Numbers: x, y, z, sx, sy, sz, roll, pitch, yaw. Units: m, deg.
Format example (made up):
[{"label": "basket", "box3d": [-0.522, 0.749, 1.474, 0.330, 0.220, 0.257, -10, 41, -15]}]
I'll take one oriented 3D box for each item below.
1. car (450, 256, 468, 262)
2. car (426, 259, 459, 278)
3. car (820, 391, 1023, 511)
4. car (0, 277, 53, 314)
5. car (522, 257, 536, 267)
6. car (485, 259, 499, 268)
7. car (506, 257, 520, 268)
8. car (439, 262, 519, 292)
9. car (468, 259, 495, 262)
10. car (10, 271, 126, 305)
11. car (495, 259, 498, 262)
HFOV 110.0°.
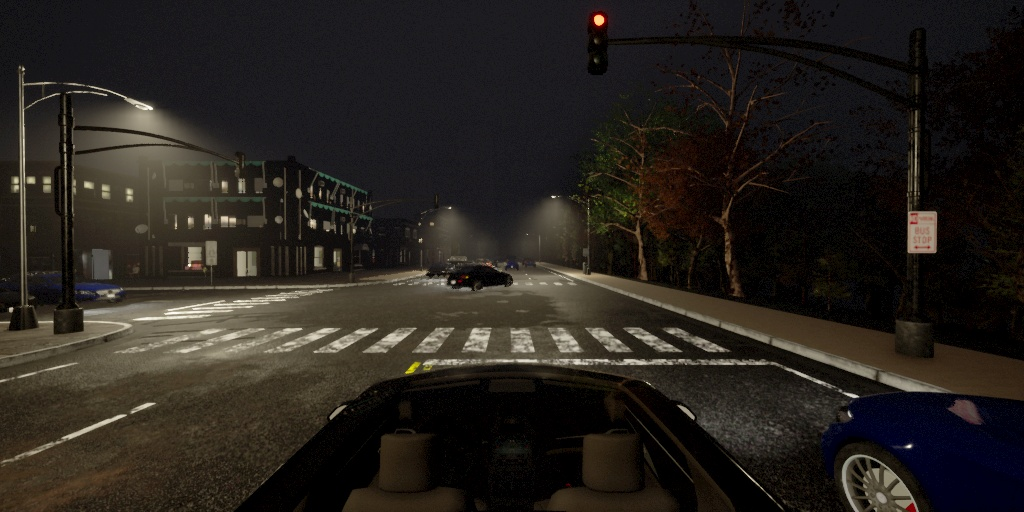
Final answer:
[{"label": "car", "box3d": [-6.674, 0.957, 44.237, 2.150, 2.045, 5.566, 0, 0, 0]}, {"label": "car", "box3d": [-6.659, 1.287, 34.001, 2.033, 1.411, 5.357, 0, 0, 0]}, {"label": "car", "box3d": [3.358, 1.276, 0.888, 1.812, 1.442, 4.674, 0, 0, 1]}, {"label": "car", "box3d": [-19.970, 1.565, 12.853, 4.313, 1.339, 1.948, 0, 0, 0]}, {"label": "car", "box3d": [3.227, 1.274, 63.694, 2.033, 1.411, 5.357, 0, 0, 0]}, {"label": "car", "box3d": [-3.431, 1.219, 61.705, 2.128, 1.511, 4.902, 0, 0, 0]}, {"label": "car", "box3d": [-0.005, 1.257, 51.632, 1.812, 1.442, 4.674, 0, 0, 0]}, {"label": "car", "box3d": [-1.865, 1.270, 21.531, 1.812, 1.442, 4.674, 1, 1, 37]}, {"label": "car", "box3d": [-3.423, 1.088, 41.254, 2.097, 1.767, 4.553, 0, 0, 0]}, {"label": "car", "box3d": [-19.734, 1.495, 15.558, 4.674, 1.442, 1.812, -1, 1, 0]}, {"label": "car", "box3d": [-3.436, 1.224, 51.286, 2.128, 1.511, 4.902, 0, 0, 0]}]
